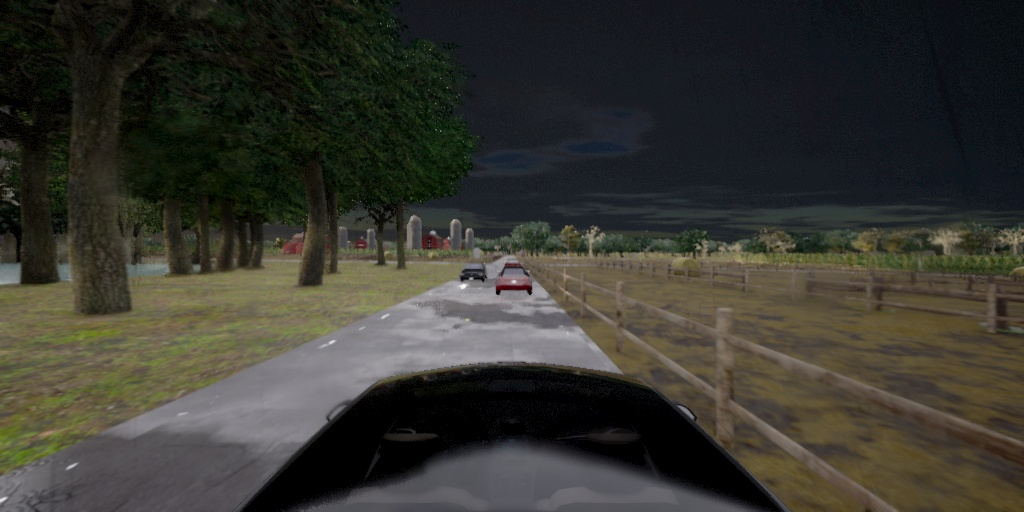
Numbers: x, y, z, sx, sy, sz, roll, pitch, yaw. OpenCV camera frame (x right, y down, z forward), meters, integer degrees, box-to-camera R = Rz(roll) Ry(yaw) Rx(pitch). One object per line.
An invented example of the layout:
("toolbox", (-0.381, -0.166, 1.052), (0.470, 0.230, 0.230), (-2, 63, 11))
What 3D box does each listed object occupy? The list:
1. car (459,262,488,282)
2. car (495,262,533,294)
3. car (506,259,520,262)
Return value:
("car", (-2.851, 1.205, 27.740), (2.033, 1.411, 5.357), (0, 0, 0))
("car", (0.098, 1.251, 20.032), (1.994, 1.385, 4.181), (0, 0, 0))
("car", (0.097, 1.079, 40.263), (1.882, 1.535, 5.008), (0, 0, 0))
